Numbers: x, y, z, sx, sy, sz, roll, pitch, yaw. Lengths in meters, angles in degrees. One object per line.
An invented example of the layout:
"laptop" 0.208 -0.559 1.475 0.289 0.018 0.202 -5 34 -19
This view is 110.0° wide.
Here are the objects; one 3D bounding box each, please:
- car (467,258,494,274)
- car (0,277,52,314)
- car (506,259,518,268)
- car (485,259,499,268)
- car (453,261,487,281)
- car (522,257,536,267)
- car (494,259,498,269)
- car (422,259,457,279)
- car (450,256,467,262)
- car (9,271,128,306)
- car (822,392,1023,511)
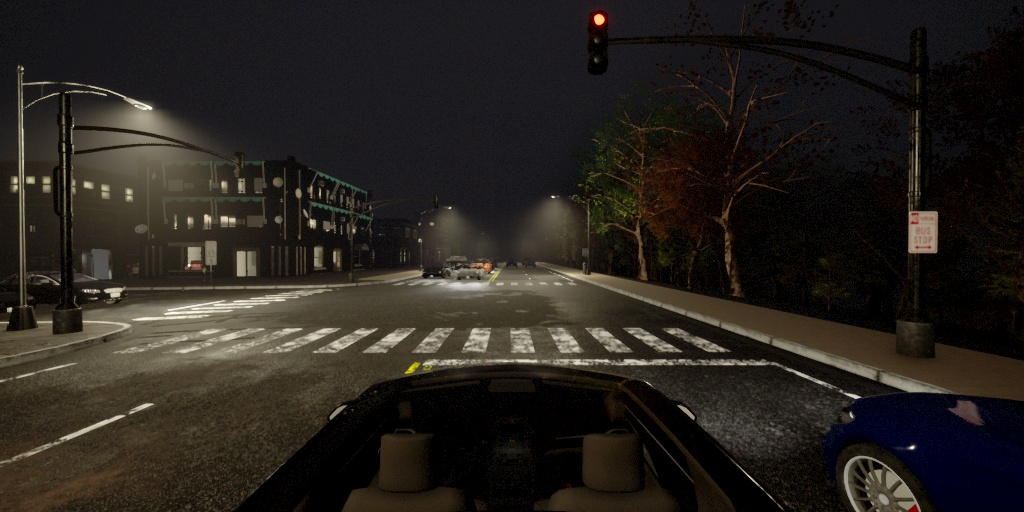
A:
"car" -3.431 1.088 40.251 2.097 1.767 4.553 0 0 0
"car" -19.973 1.564 12.833 4.313 1.339 1.948 0 0 0
"car" -0.045 1.252 62.656 1.812 1.442 4.674 0 0 0
"car" -3.445 1.219 61.688 2.128 1.511 4.902 0 0 0
"car" -3.411 1.342 29.875 1.895 1.301 4.718 0 0 0
"car" 3.212 1.274 63.678 2.033 1.411 5.357 0 0 0
"car" -3.448 1.224 51.257 2.128 1.511 4.902 0 0 0
"car" -6.665 1.288 32.426 2.033 1.411 5.357 0 0 0
"car" -6.685 0.958 44.051 2.150 2.045 5.566 0 0 0
"car" -19.654 1.459 15.540 4.902 1.511 2.128 -1 1 0
"car" 3.358 1.276 0.873 1.812 1.442 4.674 0 0 1
